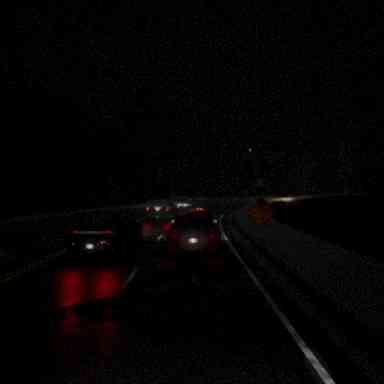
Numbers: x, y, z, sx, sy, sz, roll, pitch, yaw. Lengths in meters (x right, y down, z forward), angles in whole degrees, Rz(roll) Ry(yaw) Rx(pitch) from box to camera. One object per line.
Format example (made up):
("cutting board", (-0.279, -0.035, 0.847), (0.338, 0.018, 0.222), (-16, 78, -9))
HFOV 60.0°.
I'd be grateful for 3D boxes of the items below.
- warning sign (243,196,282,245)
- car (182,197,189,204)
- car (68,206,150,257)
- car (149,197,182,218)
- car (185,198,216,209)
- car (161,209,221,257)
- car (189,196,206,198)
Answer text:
("warning sign", (2.828, 1.128, 13.529), (1.300, 1.860, 1.060), (-1, -1, 0))
("car", (-1.346, 1.533, 62.134), (1.994, 1.385, 4.181), (0, 0, 20))
("car", (-3.175, 1.504, 12.928), (2.128, 1.511, 4.902), (0, 0, 1))
("car", (-2.403, 1.361, 27.713), (2.097, 1.767, 4.553), (0, 0, 7))
("car", (0.844, 1.507, 27.532), (1.837, 1.490, 4.892), (0, 0, 7))
("car", (0.082, 1.577, 13.031), (1.994, 1.385, 4.181), (0, 0, 1))
("car", (1.642, 1.471, 60.874), (1.812, 1.442, 4.674), (0, 0, 20))
